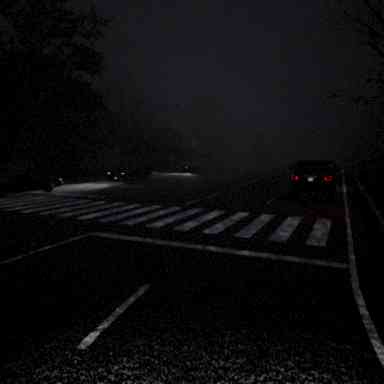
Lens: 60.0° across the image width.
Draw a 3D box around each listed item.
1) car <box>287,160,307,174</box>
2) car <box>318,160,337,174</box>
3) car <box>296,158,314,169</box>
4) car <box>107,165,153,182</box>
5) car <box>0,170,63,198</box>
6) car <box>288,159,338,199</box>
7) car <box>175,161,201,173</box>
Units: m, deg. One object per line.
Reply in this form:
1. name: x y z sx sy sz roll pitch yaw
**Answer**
1. car: 13.328 -3.245 41.967 1.837 1.490 4.892 3 8 24
2. car: 17.343 -3.240 42.359 2.033 1.411 5.357 3 8 24
3. car: 17.507 -4.386 51.431 2.128 1.511 4.902 3 7 24
4. car: -5.472 -1.705 29.594 1.895 1.301 4.718 3 7 24
5. car: -10.054 -0.575 19.326 2.033 1.411 5.357 3 7 24
6. car: 7.142 -0.834 19.344 2.150 2.045 5.566 3 7 24
7. car: -0.354 -3.139 40.995 1.812 1.442 4.674 3 7 24
